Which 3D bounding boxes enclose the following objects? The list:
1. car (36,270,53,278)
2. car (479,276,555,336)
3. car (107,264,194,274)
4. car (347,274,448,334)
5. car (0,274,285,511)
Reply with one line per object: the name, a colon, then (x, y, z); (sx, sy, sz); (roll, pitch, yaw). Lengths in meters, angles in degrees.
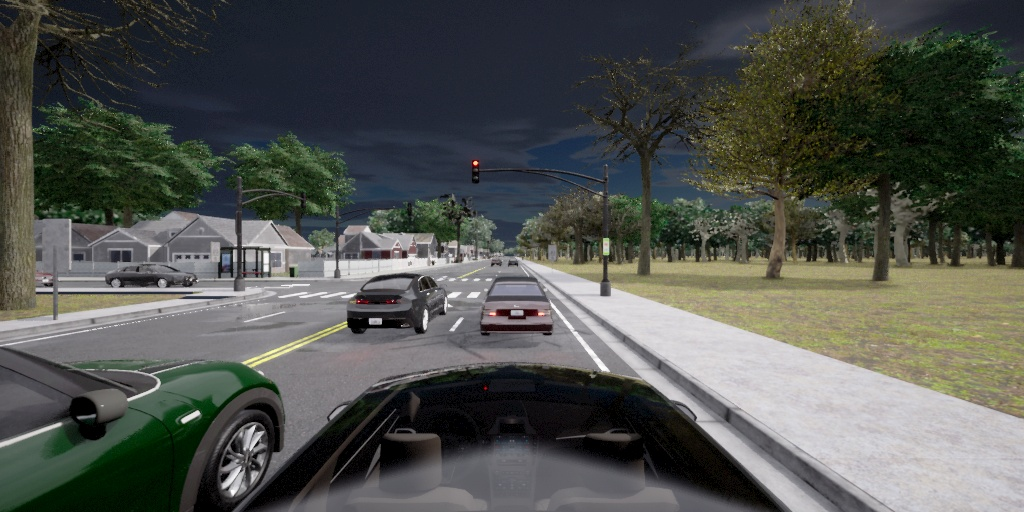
car: (-32.194, 1.328, 22.973); (4.674, 1.442, 1.812); (0, 0, 0)
car: (0.115, 1.299, 10.404); (2.033, 1.411, 5.357); (0, 0, 0)
car: (-22.906, 1.291, 22.895); (4.892, 1.490, 1.837); (0, 0, 0)
car: (-3.141, 1.256, 10.656); (1.837, 1.490, 4.892); (0, 0, 0)
car: (-3.148, 1.102, 1.459); (2.097, 1.767, 4.553); (0, 0, 0)
